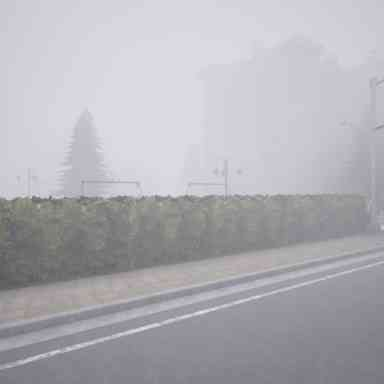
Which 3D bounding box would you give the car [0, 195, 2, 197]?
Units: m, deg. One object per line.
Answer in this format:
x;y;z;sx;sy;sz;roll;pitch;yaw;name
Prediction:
-40.266;1.374;67.273;3.633;1.501;1.845;0;0;-37;car

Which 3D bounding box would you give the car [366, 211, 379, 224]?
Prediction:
10.562;1.548;23.126;1.994;1.385;4.181;0;0;-37;car
